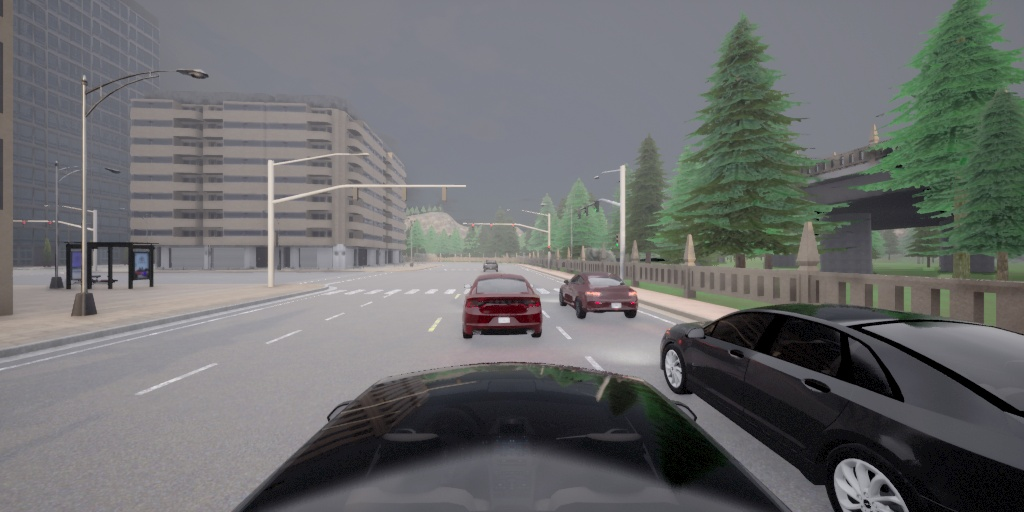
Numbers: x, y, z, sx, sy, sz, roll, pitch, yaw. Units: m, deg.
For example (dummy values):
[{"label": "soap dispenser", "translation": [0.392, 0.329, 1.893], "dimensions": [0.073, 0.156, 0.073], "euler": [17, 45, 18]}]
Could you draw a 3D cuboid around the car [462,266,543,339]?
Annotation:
[{"label": "car", "translation": [-0.342, 1.228, 10.178], "dimensions": [1.882, 1.535, 5.008], "euler": [0, 0, -4]}]

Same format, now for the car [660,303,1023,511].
[{"label": "car", "translation": [3.257, 1.255, 3.763], "dimensions": [1.837, 1.490, 4.892], "euler": [0, 0, 0]}]

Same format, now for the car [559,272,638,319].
[{"label": "car", "translation": [2.920, 1.276, 12.753], "dimensions": [1.812, 1.442, 4.674], "euler": [0, 0, -3]}]

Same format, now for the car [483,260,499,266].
[{"label": "car", "translation": [-2.720, 1.242, 45.920], "dimensions": [2.128, 1.511, 4.902], "euler": [0, 0, -4]}]
